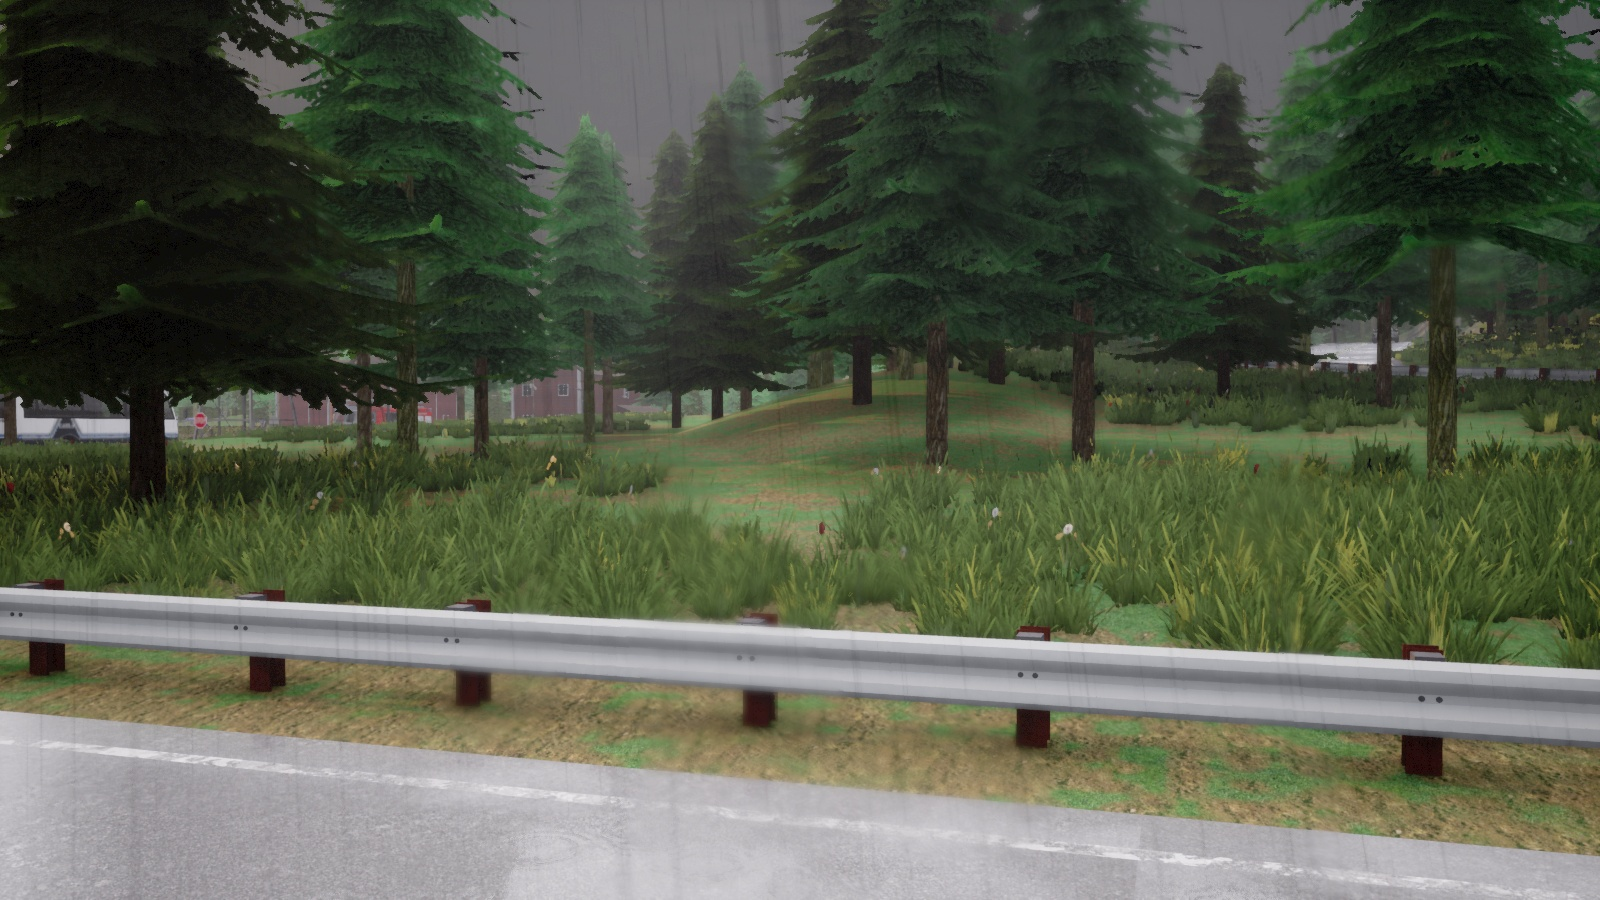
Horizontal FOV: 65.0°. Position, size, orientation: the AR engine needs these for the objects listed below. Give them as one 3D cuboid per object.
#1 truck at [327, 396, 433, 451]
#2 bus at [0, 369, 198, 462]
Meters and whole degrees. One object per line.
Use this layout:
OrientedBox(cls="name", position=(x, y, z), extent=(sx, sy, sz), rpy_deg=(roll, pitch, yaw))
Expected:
OrientedBox(cls="truck", position=(-30.465, -1.892, 91.529), extent=(2.891, 3.827, 8.468), rpy_deg=(1, 1, 17))
OrientedBox(cls="bus", position=(-35.726, -1.667, 63.051), extent=(3.944, 4.253, 10.273), rpy_deg=(1, 1, 17))
